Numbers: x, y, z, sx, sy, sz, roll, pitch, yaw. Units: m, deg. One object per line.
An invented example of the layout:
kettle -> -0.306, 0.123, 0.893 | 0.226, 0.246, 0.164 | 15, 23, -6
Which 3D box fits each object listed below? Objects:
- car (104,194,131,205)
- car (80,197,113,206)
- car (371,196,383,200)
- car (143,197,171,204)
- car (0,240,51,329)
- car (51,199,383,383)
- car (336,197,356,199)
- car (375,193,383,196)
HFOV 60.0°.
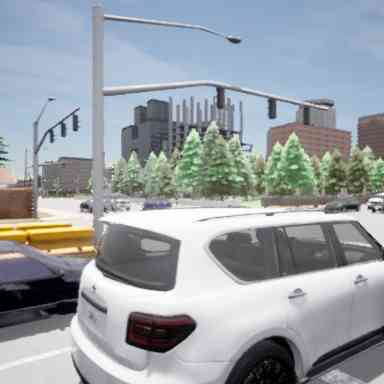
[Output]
car -> -9.456, 1.235, 41.055 | 2.150, 2.045, 5.566 | 0, 0, -33
car -> -11.007, 1.558, 37.047 | 2.033, 1.411, 5.357 | 0, 0, -33
car -> 21.607, 1.517, 36.552 | 4.902, 1.511, 2.128 | 0, 0, -35
car -> -4.198, 1.368, 39.587 | 2.097, 1.767, 4.553 | 0, 0, -32
car -> -3.505, 1.548, 5.599 | 5.357, 1.411, 2.033 | 0, 0, -36
car -> 1.265, 1.226, 4.643 | 5.566, 2.045, 2.150 | 0, 0, -36
car -> 17.165, 1.381, 37.772 | 4.553, 1.767, 2.097 | 0, 0, -34
car -> 25.018, 1.215, 43.235 | 5.566, 2.045, 2.150 | -1, 1, -35
